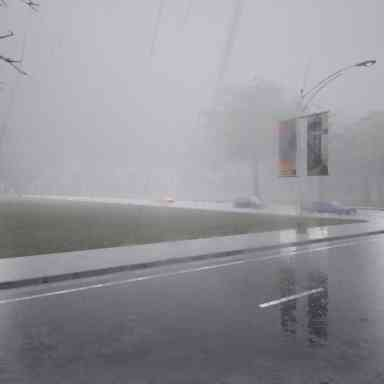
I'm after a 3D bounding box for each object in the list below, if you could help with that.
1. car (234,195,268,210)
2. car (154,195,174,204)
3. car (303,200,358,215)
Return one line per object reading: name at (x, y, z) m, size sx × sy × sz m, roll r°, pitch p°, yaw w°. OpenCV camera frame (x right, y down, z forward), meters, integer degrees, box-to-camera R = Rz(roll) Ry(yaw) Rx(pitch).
car at (7.452, 1.320, 42.379) m, size 2.097 × 1.767 × 4.553 m, roll 0°, pitch 0°, yaw -36°
car at (-5.029, 1.386, 59.570) m, size 1.882 × 1.535 × 5.008 m, roll 0°, pitch 0°, yaw -36°
car at (13.771, 1.550, 33.732) m, size 2.033 × 1.411 × 5.357 m, roll 0°, pitch 0°, yaw -36°
